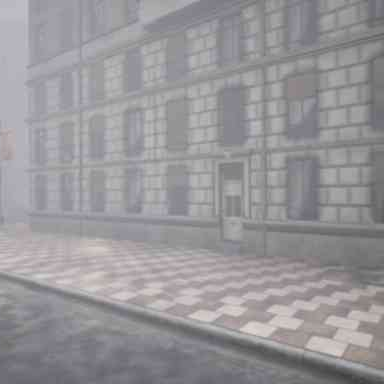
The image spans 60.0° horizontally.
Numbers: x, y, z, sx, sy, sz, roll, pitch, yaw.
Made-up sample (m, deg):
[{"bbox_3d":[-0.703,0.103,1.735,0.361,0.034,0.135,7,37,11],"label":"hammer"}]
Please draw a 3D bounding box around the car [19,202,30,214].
[{"bbox_3d":[-17.235,1.861,39.514,2.128,1.511,4.902,-1,0,37],"label":"car"}]

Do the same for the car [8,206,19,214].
[{"bbox_3d":[-19.989,1.951,41.709,2.033,1.411,5.357,-1,0,36],"label":"car"}]
